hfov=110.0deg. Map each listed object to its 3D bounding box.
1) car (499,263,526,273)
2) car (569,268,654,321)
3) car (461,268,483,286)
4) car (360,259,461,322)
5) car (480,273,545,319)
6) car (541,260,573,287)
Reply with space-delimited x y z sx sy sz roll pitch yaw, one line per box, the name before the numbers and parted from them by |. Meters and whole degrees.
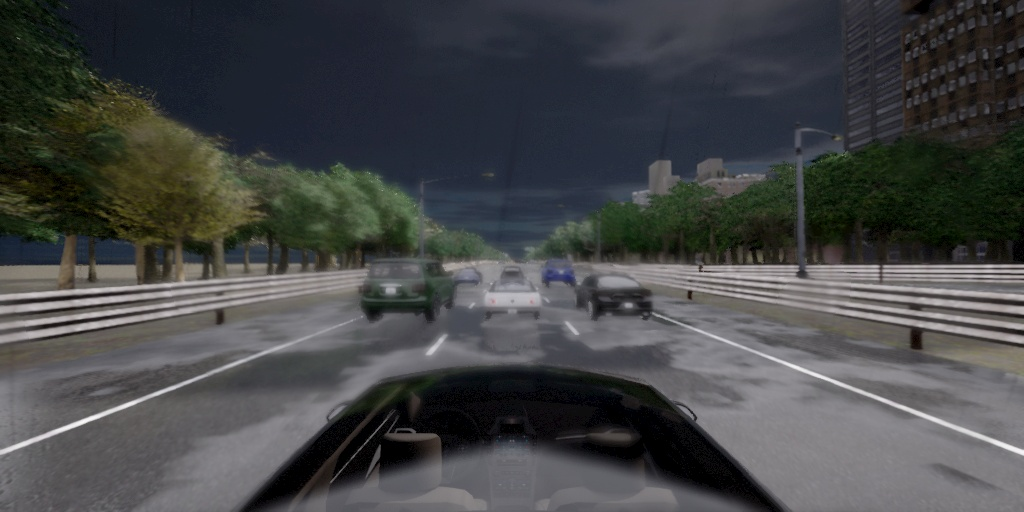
car | 0.034 1.585 29.189 1.837 1.490 4.892 0 0 1
car | 3.532 1.372 13.282 1.882 1.535 5.008 0 -1 0
car | -3.463 1.645 29.354 1.994 1.385 4.181 0 0 0
car | -3.471 1.113 13.004 2.150 2.045 5.566 0 0 0
car | 0.035 1.498 13.565 1.895 1.301 4.718 0 -1 0
car | 3.524 1.290 28.033 2.150 2.045 5.566 0 0 1
